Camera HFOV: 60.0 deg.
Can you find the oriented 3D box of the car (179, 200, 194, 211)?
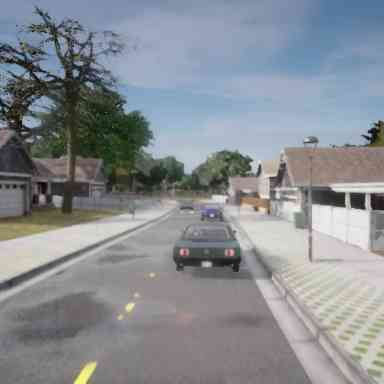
[{"bbox_3d":[-0.646,1.770,44.132,2.033,1.411,5.357,0,0,1],"label":"car"}]

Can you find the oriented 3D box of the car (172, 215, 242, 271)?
[{"bbox_3d":[0.544,1.658,11.110,1.895,1.301,4.718,0,0,4],"label":"car"}]

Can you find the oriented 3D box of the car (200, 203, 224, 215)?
[{"bbox_3d":[1.711,1.683,28.498,1.812,1.442,4.674,0,0,3],"label":"car"}]
